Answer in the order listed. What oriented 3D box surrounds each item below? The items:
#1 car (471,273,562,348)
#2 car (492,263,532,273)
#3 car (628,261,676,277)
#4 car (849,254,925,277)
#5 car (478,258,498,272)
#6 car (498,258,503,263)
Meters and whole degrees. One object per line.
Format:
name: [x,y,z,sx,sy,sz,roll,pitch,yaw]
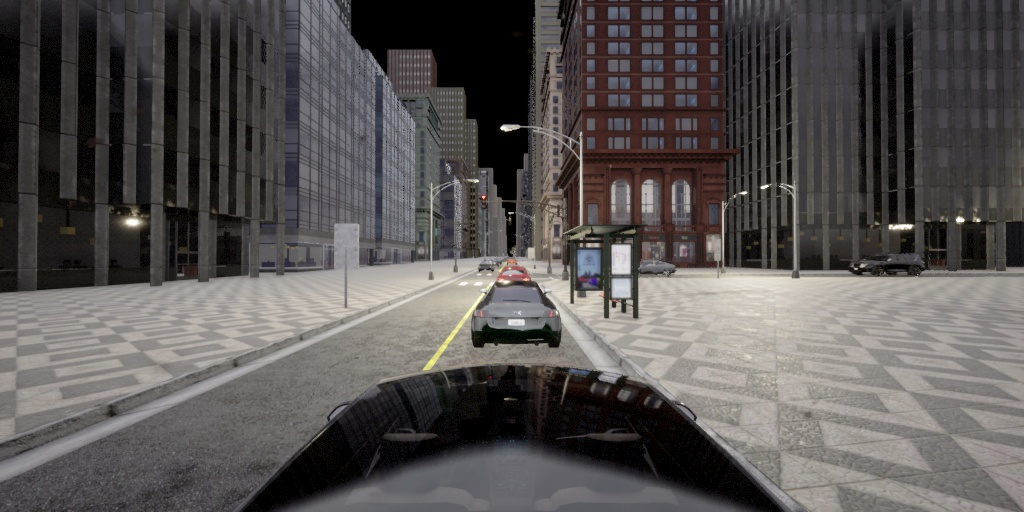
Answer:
car: [0.095,1.314,9.270,1.994,1.385,4.181,0,0,0]
car: [0.110,1.269,19.105,1.812,1.442,4.674,0,0,1]
car: [12.621,1.187,33.236,4.902,1.511,2.128,0,-1,0]
car: [34.645,0.838,33.225,5.566,2.045,2.150,0,-1,0]
car: [-3.110,1.244,44.202,2.033,1.411,5.357,0,0,0]
car: [-3.103,1.143,60.963,2.128,1.511,4.902,0,0,0]
